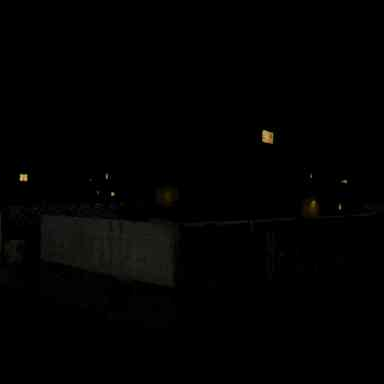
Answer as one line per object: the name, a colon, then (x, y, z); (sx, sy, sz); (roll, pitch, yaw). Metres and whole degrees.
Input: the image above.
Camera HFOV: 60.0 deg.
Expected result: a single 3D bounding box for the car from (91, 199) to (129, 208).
car: (-10.113, 1.573, 42.260); (2.033, 1.411, 5.357); (4, 2, 45)
